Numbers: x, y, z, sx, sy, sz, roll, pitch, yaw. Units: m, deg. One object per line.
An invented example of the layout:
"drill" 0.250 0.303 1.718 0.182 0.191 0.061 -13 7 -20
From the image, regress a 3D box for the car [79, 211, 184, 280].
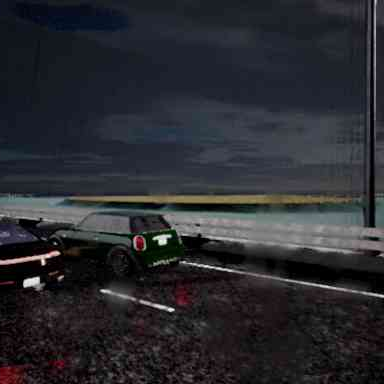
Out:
"car" -2.496 1.348 10.236 4.553 1.767 2.097 0 0 37

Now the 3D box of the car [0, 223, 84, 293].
"car" -4.953 1.465 7.700 4.902 1.511 2.128 0 0 37
